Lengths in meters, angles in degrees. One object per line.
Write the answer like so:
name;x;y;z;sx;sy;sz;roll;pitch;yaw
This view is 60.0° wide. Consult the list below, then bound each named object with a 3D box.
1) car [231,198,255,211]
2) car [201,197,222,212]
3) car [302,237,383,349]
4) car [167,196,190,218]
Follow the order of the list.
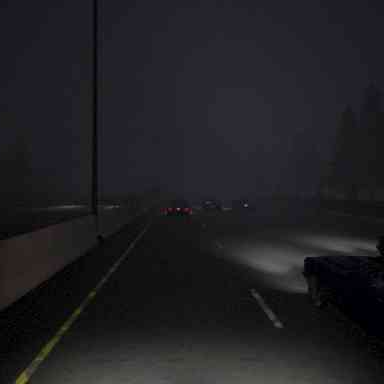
car;5.499;1.351;36.398;1.994;1.385;4.181;0;0;-2
car;2.025;1.264;35.709;2.128;1.511;4.902;0;0;-2
car;3.321;1.585;4.885;1.895;1.301;4.718;0;0;-2
car;-1.155;1.354;27.994;2.033;1.411;5.357;0;0;-2
